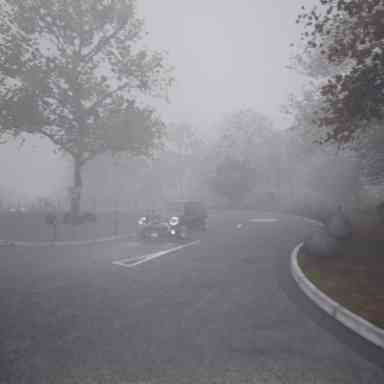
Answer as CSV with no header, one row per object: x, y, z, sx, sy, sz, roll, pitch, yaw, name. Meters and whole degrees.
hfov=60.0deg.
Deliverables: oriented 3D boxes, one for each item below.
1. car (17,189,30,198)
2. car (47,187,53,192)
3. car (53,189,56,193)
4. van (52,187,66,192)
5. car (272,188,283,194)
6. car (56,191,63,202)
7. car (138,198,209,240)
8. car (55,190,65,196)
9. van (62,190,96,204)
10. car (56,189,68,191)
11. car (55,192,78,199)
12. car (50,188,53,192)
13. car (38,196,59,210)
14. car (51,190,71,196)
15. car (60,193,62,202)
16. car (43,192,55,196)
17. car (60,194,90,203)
-37.597,0.662,74.722,1.994,1.385,4.181,-1,2,-26,car
-34.050,0.288,86.143,5.366,1.575,1.946,-1,2,-26,car
-26.669,0.723,71.219,5.008,1.535,2.097,-1,2,-26,car
-28.965,0.351,76.267,4.442,1.987,1.878,-1,2,-26,van
19.619,-0.211,78.647,1.812,1.442,4.674,-1,2,-26,car
-19.615,1.163,56.141,5.366,1.575,1.946,-1,2,-26,car
-0.792,1.215,16.325,2.097,1.767,4.553,-2,1,22,car
-23.050,0.942,63.723,5.008,1.535,2.097,-1,2,-26,car
-17.146,1.088,51.165,4.442,1.987,1.878,-1,2,-26,van
-24.229,0.743,66.231,4.553,1.767,2.185,-1,2,-26,car
-27.871,0.691,73.723,4.674,1.452,2.002,-1,2,-26,car
-31.502,0.463,81.211,4.792,1.488,2.163,-1,2,-26,car
-18.753,1.591,43.099,1.895,1.301,4.718,0,1,-26,car
-35.059,0.246,88.737,4.792,1.488,2.163,-1,2,-26,car
-18.217,1.268,53.734,4.792,1.488,2.163,-1,2,-26,car
-23.111,1.282,52.109,2.128,1.511,4.902,-1,2,-26,car
-20.624,1.119,58.735,4.792,1.488,2.163,-1,2,-26,car
